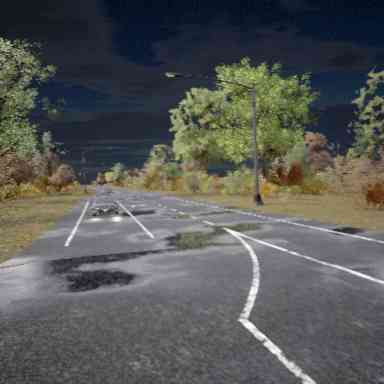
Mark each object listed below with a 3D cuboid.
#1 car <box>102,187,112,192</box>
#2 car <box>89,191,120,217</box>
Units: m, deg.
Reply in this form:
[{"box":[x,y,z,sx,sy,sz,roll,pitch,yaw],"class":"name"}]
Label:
[{"box":[-18.039,-0.325,70.938,1.837,1.490,4.892,-3,2,-9],"class":"car"},{"box":[-6.765,0.991,25.744,1.837,1.490,4.892,-3,2,-16],"class":"car"}]
